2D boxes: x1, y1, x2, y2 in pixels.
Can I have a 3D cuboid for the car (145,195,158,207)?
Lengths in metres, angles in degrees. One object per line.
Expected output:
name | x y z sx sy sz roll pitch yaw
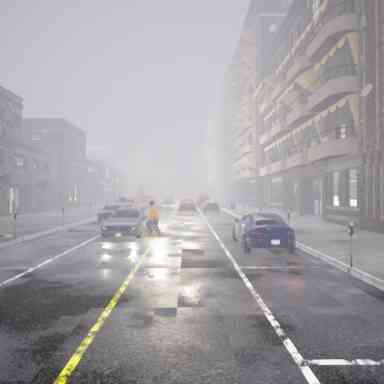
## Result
car | -6.402 1.339 48.848 2.192 1.841 5.009 1 0 -1

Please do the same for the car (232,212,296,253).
car | 2.795 1.531 13.554 1.812 1.442 4.674 0 0 -1

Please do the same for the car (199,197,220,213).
car | 2.132 1.562 37.663 1.887 1.381 4.507 1 0 -1

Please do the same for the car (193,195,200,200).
car | 1.264 1.586 94.692 1.752 1.417 4.829 1 0 -1

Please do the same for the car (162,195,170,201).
car | -6.989 1.581 88.481 1.752 1.417 4.829 1 0 -1

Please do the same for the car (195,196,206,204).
car | 1.699 1.602 66.094 1.947 1.339 4.313 1 0 -1

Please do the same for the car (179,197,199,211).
car | -0.528 1.583 40.192 1.994 1.385 4.181 0 0 -1

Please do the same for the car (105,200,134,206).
car | -6.074 1.577 26.103 1.947 1.339 4.313 1 0 -1

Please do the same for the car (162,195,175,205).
car | -3.977 1.538 59.475 1.837 1.490 4.892 0 -1 -1

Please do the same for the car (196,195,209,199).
car | 1.876 1.343 54.721 2.192 1.841 5.009 1 0 -1

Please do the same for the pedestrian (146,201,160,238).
pedestrian | -1.920 1.300 16.335 0.375 1.860 0.375 1 -1 -1

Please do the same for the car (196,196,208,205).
car | 1.788 1.472 60.407 1.967 1.590 4.097 1 0 -1

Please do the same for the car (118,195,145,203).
car | -6.156 1.330 31.789 2.192 1.841 5.009 1 0 -1

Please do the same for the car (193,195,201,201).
car | 1.353 1.606 88.836 2.008 1.369 4.403 1 0 -1

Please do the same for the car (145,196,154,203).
car | -6.341 1.603 43.161 1.802 1.307 4.206 1 0 -1

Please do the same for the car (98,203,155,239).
car | -3.367 1.554 17.702 2.033 1.411 5.357 0 0 -1

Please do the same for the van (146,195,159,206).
van | -6.473 1.369 54.534 1.690 1.788 3.998 1 0 -1
